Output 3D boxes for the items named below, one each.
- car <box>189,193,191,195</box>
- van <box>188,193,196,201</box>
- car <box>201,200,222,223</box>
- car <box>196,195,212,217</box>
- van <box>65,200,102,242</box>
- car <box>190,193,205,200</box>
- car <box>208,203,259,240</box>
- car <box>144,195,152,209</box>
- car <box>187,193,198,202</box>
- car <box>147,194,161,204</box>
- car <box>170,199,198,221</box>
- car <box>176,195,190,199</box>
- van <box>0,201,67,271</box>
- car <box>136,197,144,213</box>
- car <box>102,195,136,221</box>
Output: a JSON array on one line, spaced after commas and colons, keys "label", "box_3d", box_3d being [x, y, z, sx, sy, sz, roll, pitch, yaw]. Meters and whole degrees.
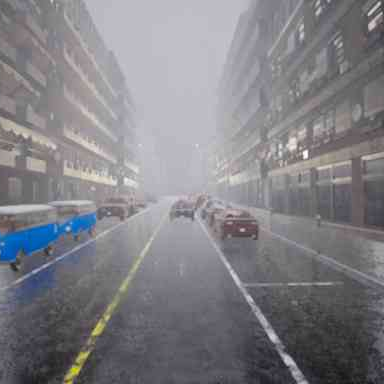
[{"label": "car", "box_3d": [0.853, 1.298, 49.446, 1.967, 1.590, 4.097, 1, 0, -2]}, {"label": "van", "box_3d": [-0.122, 1.191, 77.086, 1.690, 1.788, 3.998, 1, 0, -2]}, {"label": "car", "box_3d": [1.861, 1.458, 21.808, 1.887, 1.381, 4.507, 1, 0, -2]}, {"label": "car", "box_3d": [1.675, 1.339, 27.336, 1.967, 1.590, 4.097, 1, 0, -2]}, {"label": "van", "box_3d": [-5.818, 1.317, 16.065, 1.690, 1.788, 3.998, 1, 0, -2]}, {"label": "car", "box_3d": [1.246, 1.190, 38.389, 2.192, 1.841, 5.009, 1, 0, -2]}, {"label": "car", "box_3d": [2.056, 1.473, 16.281, 1.887, 1.381, 4.507, 1, 0, -2]}, {"label": "car", "box_3d": [-6.797, 1.480, 43.701, 1.947, 1.339, 4.313, 1, 0, -2]}, {"label": "car", "box_3d": [0.074, 1.162, 71.558, 2.192, 1.841, 5.009, 1, 0, -2]}, {"label": "car", "box_3d": [-7.378, 1.212, 60.280, 2.192, 1.841, 5.009, 1, 0, -2]}, {"label": "car", "box_3d": [-0.796, 1.517, 26.546, 1.895, 1.301, 4.718, 0, 0, -2]}, {"label": "car", "box_3d": [-1.309, 1.411, 40.998, 1.812, 1.442, 4.674, 0, 0, -2]}, {"label": "van", "box_3d": [-5.622, 1.334, 10.536, 1.690, 1.788, 3.998, 1, 0, -2]}, {"label": "car", "box_3d": [-6.402, 1.250, 32.645, 2.192, 1.841, 5.009, 1, 0, -2]}, {"label": "car", "box_3d": [-6.207, 1.263, 27.118, 2.192, 1.841, 5.009, 1, 0, -2]}]
